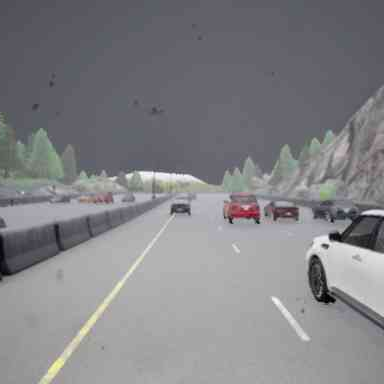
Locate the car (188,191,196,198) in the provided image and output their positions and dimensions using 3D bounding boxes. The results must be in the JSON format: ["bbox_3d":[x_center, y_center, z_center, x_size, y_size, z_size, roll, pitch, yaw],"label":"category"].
[{"bbox_3d":[0.008,0.649,84.042,1.882,1.535,5.008,0,1,0],"label":"car"}]

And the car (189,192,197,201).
[{"bbox_3d":[0.007,1.008,67.496,2.033,1.411,5.357,0,1,0],"label":"car"}]

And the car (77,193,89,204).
[{"bbox_3d":[-17.546,0.971,55.482,2.097,1.767,4.553,0,1,0],"label":"car"}]

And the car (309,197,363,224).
[{"bbox_3d":[10.602,1.308,24.931,2.097,1.767,4.553,0,0,0],"label":"car"}]

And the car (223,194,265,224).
[{"bbox_3d":[3.602,1.179,24.731,2.150,2.045,5.566,0,0,0],"label":"car"}]

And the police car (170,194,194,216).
[{"bbox_3d":[-1.047,1.328,32.020,1.930,1.638,5.238,0,1,0],"label":"police car"}]

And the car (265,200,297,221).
[{"bbox_3d":[7.102,1.422,26.907,1.882,1.535,5.008,0,0,0],"label":"car"}]

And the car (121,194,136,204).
[{"bbox_3d":[-10.552,1.124,55.398,1.837,1.490,4.892,0,1,0],"label":"car"}]

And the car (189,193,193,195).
[{"bbox_3d":[-1.046,1.250,42.110,1.801,1.575,5.366,0,1,0],"label":"car"}]

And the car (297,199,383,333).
[{"bbox_3d":[3.601,1.232,5.047,2.150,2.045,5.566,0,0,0],"label":"car"}]

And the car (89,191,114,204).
[{"bbox_3d":[-14.058,0.871,53.118,2.150,2.045,5.566,0,1,1],"label":"car"}]

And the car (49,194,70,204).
[{"bbox_3d":[-21.055,1.141,53.168,2.128,1.511,4.902,0,1,1],"label":"car"}]
